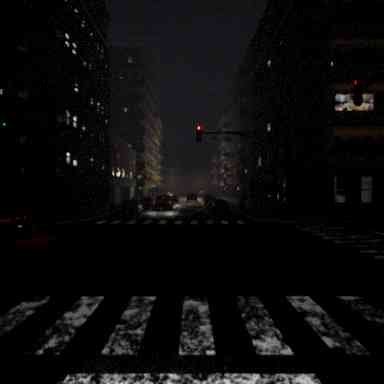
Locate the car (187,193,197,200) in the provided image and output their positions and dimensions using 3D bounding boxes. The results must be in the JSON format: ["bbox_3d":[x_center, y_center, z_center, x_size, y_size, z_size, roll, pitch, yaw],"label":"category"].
[{"bbox_3d":[-0.018,0.906,71.005,1.994,1.385,4.181,0,0,0],"label":"car"}]

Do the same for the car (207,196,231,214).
[{"bbox_3d":[2.676,1.361,31.546,1.802,1.307,4.206,0,0,0],"label":"car"}]

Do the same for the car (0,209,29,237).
[{"bbox_3d":[-10.225,1.462,15.580,5.008,1.535,1.882,-2,0,12],"label":"car"}]

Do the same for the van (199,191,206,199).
[{"bbox_3d":[2.660,0.765,86.778,1.690,1.788,3.998,-1,0,0],"label":"van"}]

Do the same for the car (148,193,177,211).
[{"bbox_3d":[-3.105,1.101,35.961,2.097,1.767,4.553,0,0,0],"label":"car"}]

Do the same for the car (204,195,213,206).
[{"bbox_3d":[2.674,1.307,37.069,1.947,1.339,4.313,0,0,0],"label":"car"}]

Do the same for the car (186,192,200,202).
[{"bbox_3d":[-0.017,0.927,62.601,2.097,1.767,4.553,0,0,0],"label":"car"}]

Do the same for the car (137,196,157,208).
[{"bbox_3d":[-5.708,1.270,42.603,1.947,1.339,4.313,0,0,0],"label":"car"}]

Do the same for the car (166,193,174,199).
[{"bbox_3d":[-5.720,0.950,86.620,1.752,1.417,4.829,0,0,0],"label":"car"}]

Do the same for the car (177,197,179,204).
[{"bbox_3d":[-3.090,1.135,51.897,2.128,1.511,4.902,0,0,0],"label":"car"}]

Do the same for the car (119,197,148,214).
[{"bbox_3d":[-5.705,1.344,31.556,1.947,1.339,4.313,0,0,0],"label":"car"}]

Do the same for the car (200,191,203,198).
[{"bbox_3d":[3.123,1.011,69.112,1.882,1.535,5.008,0,0,0],"label":"car"}]

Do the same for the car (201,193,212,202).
[{"bbox_3d":[2.671,1.214,48.116,1.887,1.381,4.507,0,0,0],"label":"car"}]
